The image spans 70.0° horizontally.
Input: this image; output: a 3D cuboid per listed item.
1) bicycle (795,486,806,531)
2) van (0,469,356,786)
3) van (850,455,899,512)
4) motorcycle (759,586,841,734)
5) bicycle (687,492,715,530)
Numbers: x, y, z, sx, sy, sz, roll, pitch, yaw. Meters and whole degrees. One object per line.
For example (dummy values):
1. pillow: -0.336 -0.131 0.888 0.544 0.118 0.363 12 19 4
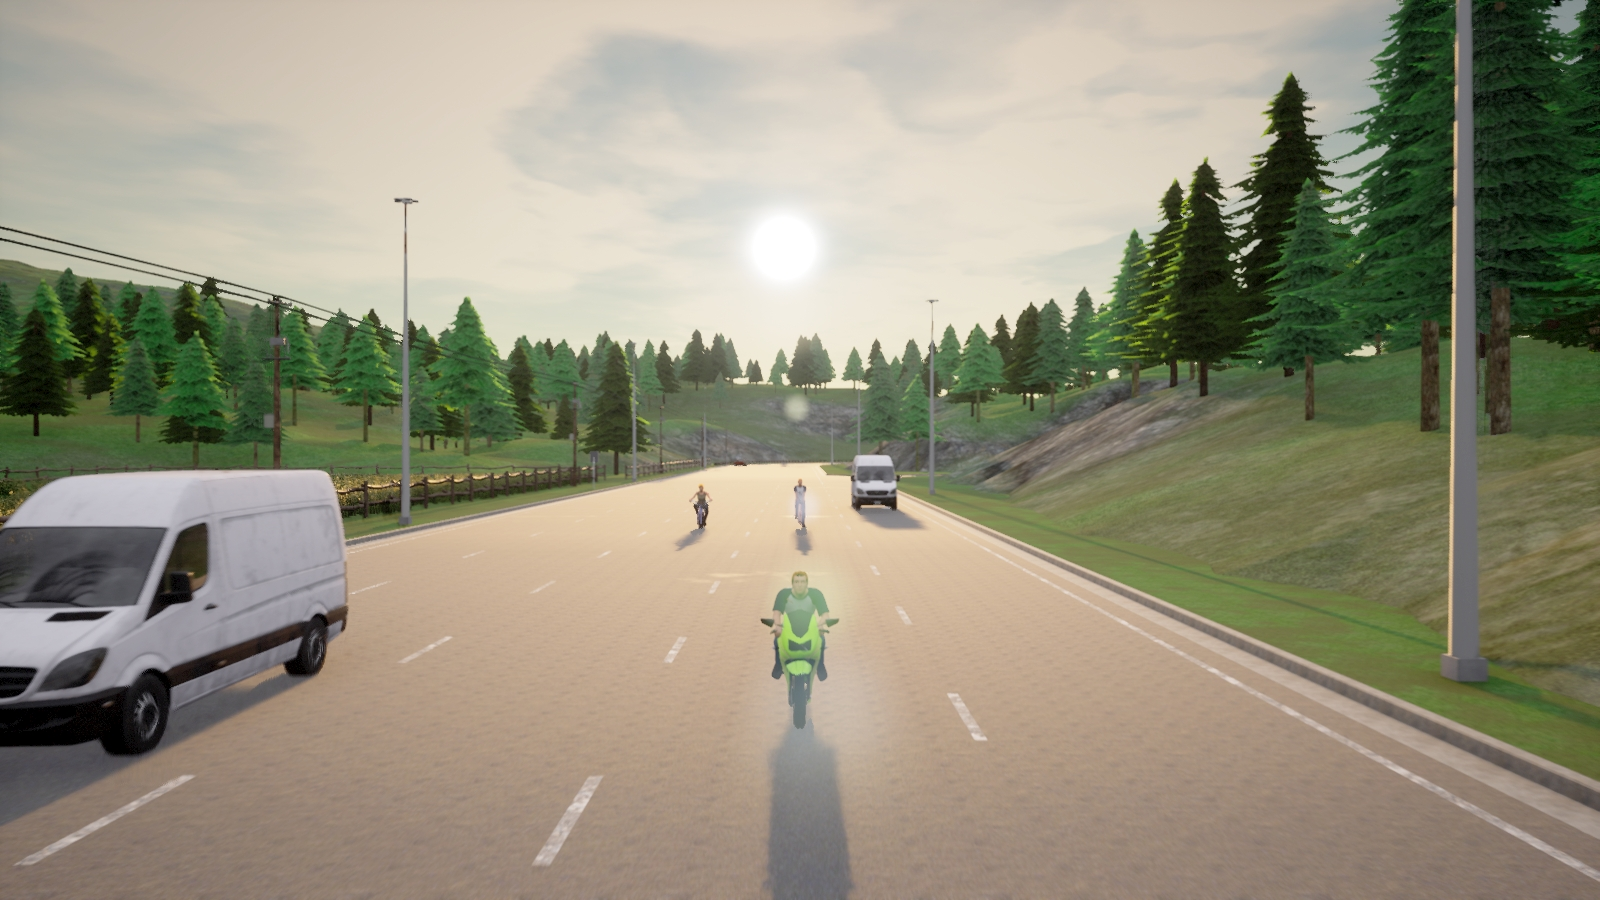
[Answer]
1. bicycle: 0.006 2.053 40.180 0.373 1.496 1.643 0 0 0
2. van: -7.005 1.533 12.512 1.988 2.561 5.915 0 0 0
3. van: 3.517 1.531 54.792 1.988 2.561 5.915 0 0 0
4. motorcycle: -0.001 2.184 12.240 0.803 1.199 2.033 0 1 0
5. bicycle: -3.497 2.155 40.449 0.859 1.277 1.487 0 0 0
